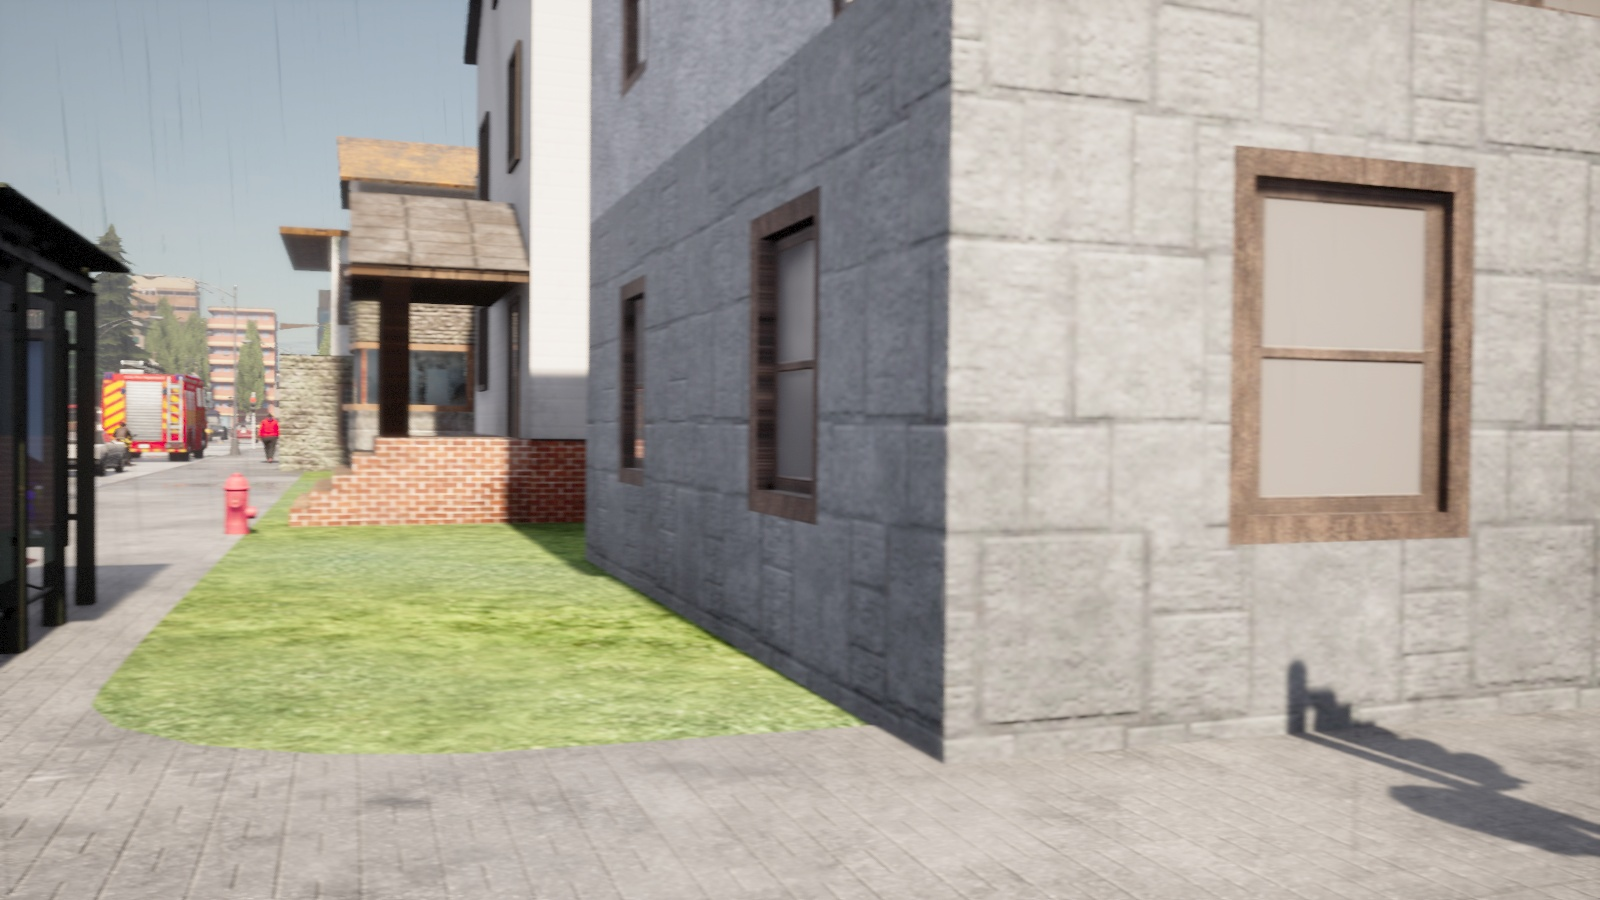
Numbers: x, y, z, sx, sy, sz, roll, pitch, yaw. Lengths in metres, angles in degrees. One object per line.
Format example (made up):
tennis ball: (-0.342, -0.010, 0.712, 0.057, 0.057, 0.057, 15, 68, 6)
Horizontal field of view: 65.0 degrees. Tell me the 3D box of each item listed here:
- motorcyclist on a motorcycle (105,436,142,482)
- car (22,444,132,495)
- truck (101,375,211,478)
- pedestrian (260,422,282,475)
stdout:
motorcyclist on a motorcycle: (-23.055, 0.295, 42.844, 0.797, 1.523, 2.044, -1, 1, -20)
car: (-20.613, 0.505, 35.989, 1.895, 1.301, 4.718, -1, 1, -19)
truck: (-26.057, -0.964, 51.214, 2.891, 3.827, 8.468, -1, 1, -20)
pedestrian: (-18.769, -0.059, 44.595, 0.634, 1.844, 0.899, -1, 1, -20)
